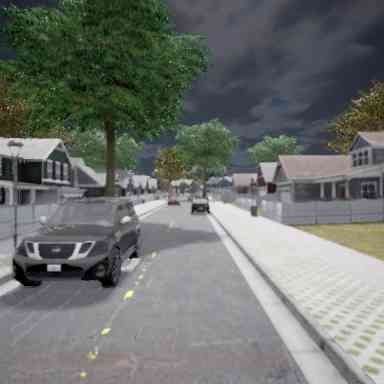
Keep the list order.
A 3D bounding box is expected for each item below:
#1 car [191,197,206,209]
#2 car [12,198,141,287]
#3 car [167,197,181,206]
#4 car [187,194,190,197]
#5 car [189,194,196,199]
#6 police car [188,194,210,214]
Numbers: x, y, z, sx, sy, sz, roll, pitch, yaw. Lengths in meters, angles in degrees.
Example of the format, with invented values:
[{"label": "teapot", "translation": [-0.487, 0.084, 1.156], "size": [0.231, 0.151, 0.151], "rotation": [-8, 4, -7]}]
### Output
[{"label": "car", "translation": [0.846, 1.404, 44.356], "size": [1.837, 1.490, 4.892], "rotation": [0, 0, 0]}, {"label": "car", "translation": [-2.845, 1.208, 9.628], "size": [2.150, 2.045, 5.566], "rotation": [0, 0, 0]}, {"label": "car", "translation": [-2.791, 1.477, 51.538], "size": [1.895, 1.301, 4.718], "rotation": [0, 0, 0]}, {"label": "car", "translation": [0.033, 1.218, 69.142], "size": [2.128, 1.511, 4.902], "rotation": [0, 0, 0]}, {"label": "car", "translation": [0.042, 1.158, 86.660], "size": [1.812, 1.442, 4.674], "rotation": [0, 0, 0]}, {"label": "police car", "translation": [0.842, 1.354, 34.463], "size": [1.930, 1.638, 5.238], "rotation": [0, 0, 0]}]
